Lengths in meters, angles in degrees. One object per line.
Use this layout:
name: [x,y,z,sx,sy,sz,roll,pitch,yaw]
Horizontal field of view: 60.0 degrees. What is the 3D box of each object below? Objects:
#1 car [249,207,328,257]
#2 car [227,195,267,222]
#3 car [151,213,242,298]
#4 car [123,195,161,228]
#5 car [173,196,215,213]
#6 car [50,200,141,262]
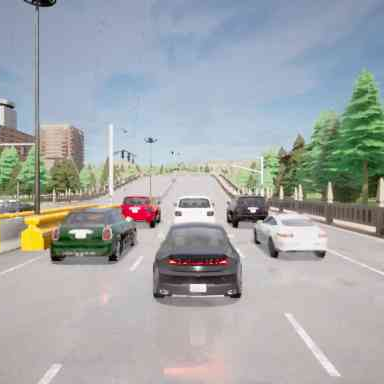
car: [3.611,1.526,12.746,1.812,1.442,4.674,0,0,0]
car: [3.626,1.222,22.389,2.150,2.045,5.566,0,0,0]
car: [0.112,1.505,8.489,1.837,1.490,4.892,0,0,0]
car: [-3.377,1.221,22.366,2.150,2.045,5.566,0,0,0]
car: [0.122,1.221,18.784,2.150,2.045,5.566,0,0,0]
car: [-3.386,1.352,12.265,2.097,1.767,4.553,0,0,0]
